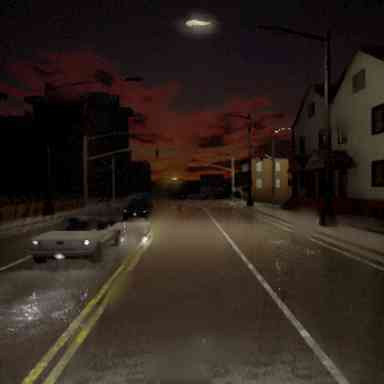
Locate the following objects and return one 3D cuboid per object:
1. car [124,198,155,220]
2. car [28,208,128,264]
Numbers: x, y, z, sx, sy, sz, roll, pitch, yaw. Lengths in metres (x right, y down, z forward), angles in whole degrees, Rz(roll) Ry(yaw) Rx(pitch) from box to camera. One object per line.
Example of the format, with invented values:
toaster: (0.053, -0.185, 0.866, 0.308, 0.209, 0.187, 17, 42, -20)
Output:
car: (-3.860, 1.213, 24.774, 1.837, 1.490, 4.892, 0, 1, 0)
car: (-3.723, 1.479, 11.512, 1.895, 1.301, 4.718, 0, 1, -1)
